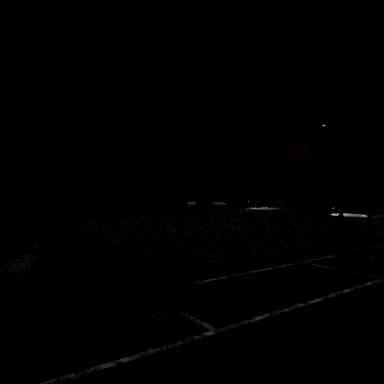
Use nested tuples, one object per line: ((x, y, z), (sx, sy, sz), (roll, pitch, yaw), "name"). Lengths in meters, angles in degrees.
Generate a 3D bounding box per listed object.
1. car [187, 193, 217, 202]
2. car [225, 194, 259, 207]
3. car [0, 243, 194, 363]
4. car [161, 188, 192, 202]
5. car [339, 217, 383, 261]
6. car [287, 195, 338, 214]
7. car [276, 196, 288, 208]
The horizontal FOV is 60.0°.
((1.827, 0.799, 51.257), (2.128, 1.511, 4.902), (0, 1, -35), "car")
((5.876, 1.026, 39.787), (1.812, 1.442, 4.674), (0, 1, -35), "car")
((-2.070, 1.545, 5.165), (4.507, 1.381, 1.887), (0, 0, -35), "car")
((-2.442, 0.479, 51.716), (2.150, 2.045, 5.566), (0, 1, -35), "car")
((6.827, 1.552, 11.443), (4.403, 1.369, 2.008), (0, 0, -35), "car")
((11.620, 1.240, 31.590), (1.994, 1.385, 4.181), (0, 1, -35), "car")
((11.608, 1.126, 37.270), (1.812, 1.442, 4.674), (0, 1, -35), "car")
